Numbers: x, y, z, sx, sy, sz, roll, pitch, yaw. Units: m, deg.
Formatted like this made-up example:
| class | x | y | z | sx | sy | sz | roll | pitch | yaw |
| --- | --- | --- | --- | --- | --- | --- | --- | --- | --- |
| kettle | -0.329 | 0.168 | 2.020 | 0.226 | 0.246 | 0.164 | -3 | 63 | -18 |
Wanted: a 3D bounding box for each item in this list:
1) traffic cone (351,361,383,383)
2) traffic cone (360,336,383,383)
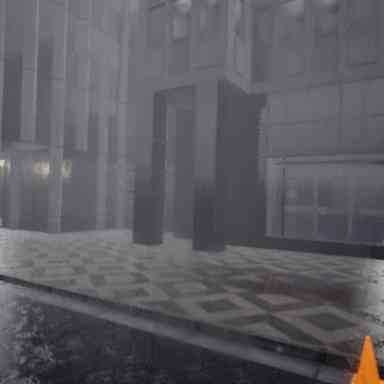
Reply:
| class | x | y | z | sx | sy | sz | roll | pitch | yaw |
| --- | --- | --- | --- | --- | --- | --- | --- | --- | --- |
| traffic cone | 1.639 | 2.049 | 3.245 | 0.340 | 0.580 | 0.340 | 0 | -1 | 32 |
| traffic cone | 2.163 | 2.073 | 4.097 | 0.340 | 0.580 | 0.340 | 0 | -1 | 32 |
